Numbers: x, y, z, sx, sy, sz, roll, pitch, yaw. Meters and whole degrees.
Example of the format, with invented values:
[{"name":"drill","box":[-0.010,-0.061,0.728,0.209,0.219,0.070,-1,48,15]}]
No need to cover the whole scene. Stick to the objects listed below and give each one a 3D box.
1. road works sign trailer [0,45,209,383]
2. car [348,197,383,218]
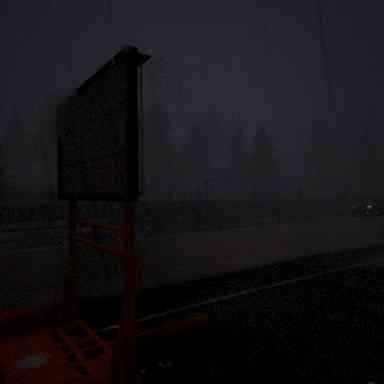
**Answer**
[{"name":"road works sign trailer","box":[-0.970,0.496,3.883,2.880,3.560,2.380,0,0,-35]},{"name":"car","box":[16.641,1.344,29.999,4.553,1.767,2.097,0,0,-22]}]
